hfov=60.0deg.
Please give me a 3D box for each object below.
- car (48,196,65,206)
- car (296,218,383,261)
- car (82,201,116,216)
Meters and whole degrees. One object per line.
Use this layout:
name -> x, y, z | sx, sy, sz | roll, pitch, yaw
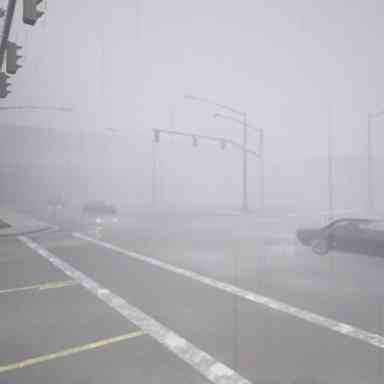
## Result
car -> -21.777, 1.470, 53.555 | 1.837, 1.490, 4.892 | -2, 1, -12
car -> 5.914, 1.557, 10.940 | 1.895, 1.301, 4.718 | 0, 0, -35
car -> -8.994, 1.575, 32.144 | 1.895, 1.301, 4.718 | 0, 0, -35
